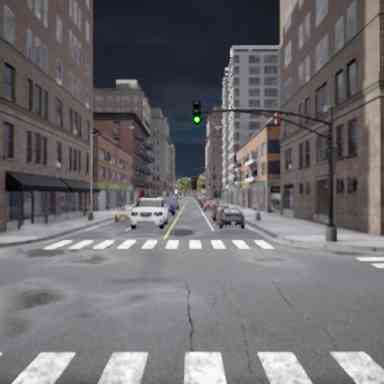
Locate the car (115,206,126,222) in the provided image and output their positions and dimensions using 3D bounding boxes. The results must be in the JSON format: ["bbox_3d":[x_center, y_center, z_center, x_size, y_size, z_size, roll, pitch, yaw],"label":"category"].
[{"bbox_3d":[-5.433,1.756,28.543,1.752,1.417,4.829,0,0,0],"label":"car"}]

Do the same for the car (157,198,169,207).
[{"bbox_3d":[-5.493,1.936,62.800,1.967,1.590,4.097,0,0,0],"label":"car"}]

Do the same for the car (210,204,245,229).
[{"bbox_3d":[2.602,1.734,23.047,2.008,1.369,4.403,0,0,0],"label":"car"}]

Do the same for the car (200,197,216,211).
[{"bbox_3d":[2.562,1.801,45.774,1.967,1.590,4.097,0,0,0],"label":"car"}]

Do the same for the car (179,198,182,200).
[{"bbox_3d":[-2.898,1.955,49.345,1.994,1.385,4.181,0,0,0],"label":"car"}]

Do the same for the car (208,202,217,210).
[{"bbox_3d":[2.592,1.810,28.728,1.802,1.307,4.206,0,0,0],"label":"car"}]

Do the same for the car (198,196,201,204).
[{"bbox_3d":[2.542,1.764,57.138,2.192,1.841,5.009,0,0,0],"label":"car"}]

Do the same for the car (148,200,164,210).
[{"bbox_3d":[-5.473,1.959,51.437,2.008,1.369,4.403,0,0,0],"label":"car"}]

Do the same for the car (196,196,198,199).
[{"bbox_3d":[2.502,2.150,80.033,1.752,1.417,4.829,0,0,0],"label":"car"}]

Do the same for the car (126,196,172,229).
[{"bbox_3d":[-2.881,1.411,23.421,2.150,2.045,5.566,0,0,0],"label":"car"}]

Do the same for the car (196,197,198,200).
[{"bbox_3d":[2.512,2.146,74.181,1.947,1.339,4.313,0,0,0],"label":"car"}]

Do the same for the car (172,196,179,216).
[{"bbox_3d":[-2.896,1.517,36.812,2.150,2.045,5.566,0,-1,0],"label":"car"}]

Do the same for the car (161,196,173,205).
[{"bbox_3d":[-5.513,1.899,74.163,2.192,1.841,5.009,0,0,0],"label":"car"}]

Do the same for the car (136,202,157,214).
[{"bbox_3d":[-5.453,1.887,40.075,1.947,1.339,4.313,0,0,0],"label":"car"}]
